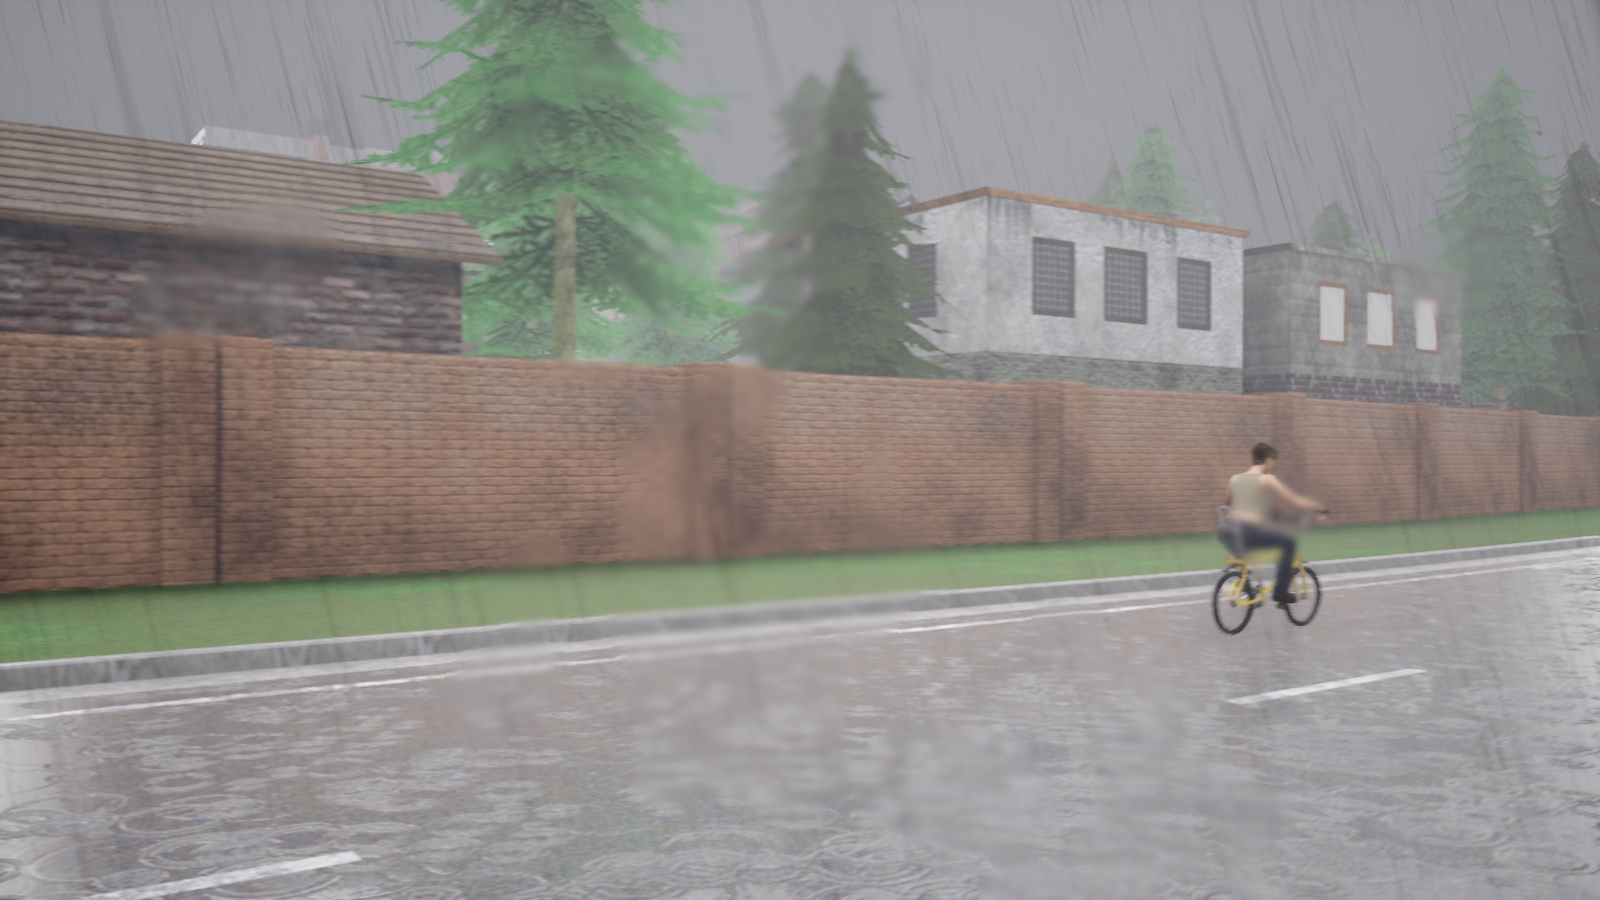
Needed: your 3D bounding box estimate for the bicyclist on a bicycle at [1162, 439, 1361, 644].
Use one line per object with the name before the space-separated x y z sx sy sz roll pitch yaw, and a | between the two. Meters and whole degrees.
bicyclist on a bicycle | 3.922 0.723 10.658 1.509 1.612 0.866 0 0 -35
